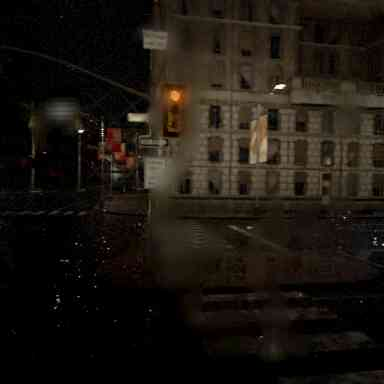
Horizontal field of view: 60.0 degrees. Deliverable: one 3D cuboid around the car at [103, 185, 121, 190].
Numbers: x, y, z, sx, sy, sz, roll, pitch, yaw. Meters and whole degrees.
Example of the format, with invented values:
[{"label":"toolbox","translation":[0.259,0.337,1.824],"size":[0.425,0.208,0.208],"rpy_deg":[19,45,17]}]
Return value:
[{"label":"car","translation":[-19.509,-0.956,81.497],"size":[1.882,1.535,5.008],"rpy_deg":[2,2,32]}]
